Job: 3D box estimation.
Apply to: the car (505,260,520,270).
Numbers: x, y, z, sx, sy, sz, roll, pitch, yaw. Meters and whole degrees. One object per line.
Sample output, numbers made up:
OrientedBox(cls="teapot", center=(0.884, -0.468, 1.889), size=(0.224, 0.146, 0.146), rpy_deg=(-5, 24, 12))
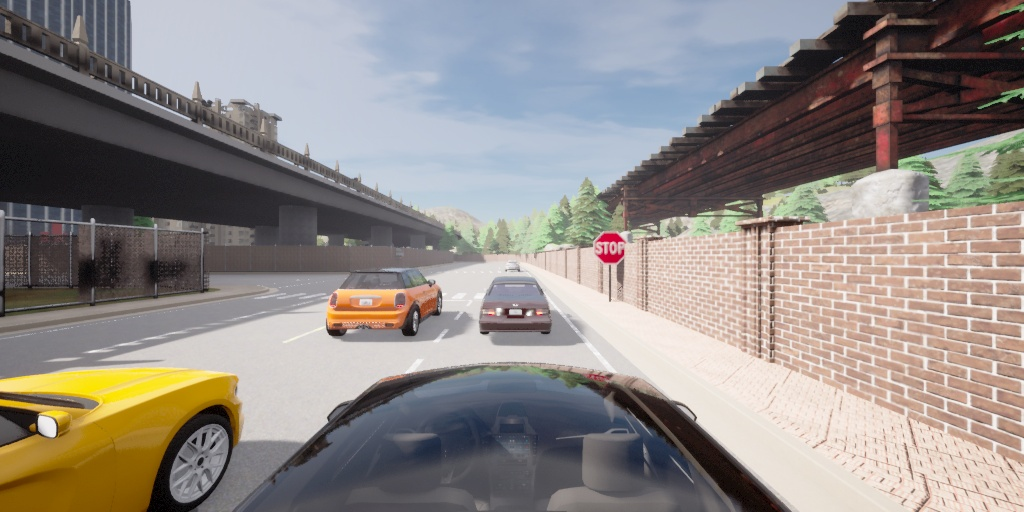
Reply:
OrientedBox(cls="car", center=(0.067, 1.276, 46.386), size=(1.812, 1.442, 4.674), rpy_deg=(0, 0, -1))

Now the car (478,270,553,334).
OrientedBox(cls="car", center=(0.078, 1.297, 10.537), size=(2.033, 1.411, 5.357), rpy_deg=(0, 0, 0))

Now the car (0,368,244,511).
OrientedBox(cls="car", center=(-3.398, 1.228, 1.257), size=(1.882, 1.535, 5.008), rpy_deg=(0, 0, 0))

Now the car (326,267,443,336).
OrientedBox(cls="car", center=(-3.423, 1.102, 10.515), size=(2.097, 1.767, 4.553), rpy_deg=(0, 0, 0))
